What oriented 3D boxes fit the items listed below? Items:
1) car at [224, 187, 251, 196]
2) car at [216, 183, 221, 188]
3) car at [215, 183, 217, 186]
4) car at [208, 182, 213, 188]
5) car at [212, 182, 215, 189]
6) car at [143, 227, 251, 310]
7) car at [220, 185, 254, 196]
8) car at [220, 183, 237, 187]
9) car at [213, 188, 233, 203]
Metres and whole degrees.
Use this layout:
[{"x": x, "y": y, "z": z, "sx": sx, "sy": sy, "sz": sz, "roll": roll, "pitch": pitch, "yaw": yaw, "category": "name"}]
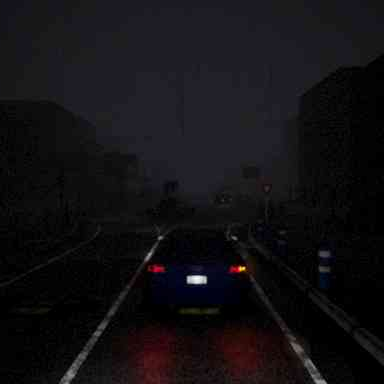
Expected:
[{"x": 8.338, "y": -0.078, "z": 61.302, "sx": 4.674, "sy": 1.452, "sz": 2.002, "roll": 0, "pitch": 2, "yaw": -1, "category": "car"}, {"x": 8.314, "y": -0.611, "z": 66.795, "sx": 5.566, "sy": 2.045, "sz": 2.435, "roll": 0, "pitch": 2, "yaw": -1, "category": "car"}, {"x": 8.216, "y": -0.694, "z": 75.067, "sx": 4.892, "sy": 1.521, "sz": 2.231, "roll": 0, "pitch": 2, "yaw": -1, "category": "car"}, {"x": 8.033, "y": -1.521, "z": 91.587, "sx": 5.566, "sy": 2.045, "sz": 2.435, "roll": 0, "pitch": 2, "yaw": -1, "category": "car"}, {"x": 8.142, "y": -0.999, "z": 83.329, "sx": 5.008, "sy": 1.535, "sz": 2.097, "roll": 0, "pitch": 2, "yaw": -1, "category": "car"}, {"x": 0.121, "y": 1.493, "z": 7.604, "sx": 1.994, "sy": 1.385, "sz": 4.181, "roll": 0, "pitch": -1, "yaw": 1, "category": "car"}, {"x": 8.173, "y": 0.005, "z": 58.544, "sx": 5.366, "sy": 1.575, "sz": 1.946, "roll": 0, "pitch": 3, "yaw": -1, "category": "car"}, {"x": 8.278, "y": -0.366, "z": 64.048, "sx": 4.553, "sy": 1.767, "sz": 2.185, "roll": 0, "pitch": 2, "yaw": -1, "category": "car"}, {"x": 3.934, "y": 0.687, "z": 44.671, "sx": 1.837, "sy": 1.490, "sz": 4.892, "roll": 0, "pitch": 2, "yaw": 0, "category": "car"}]
